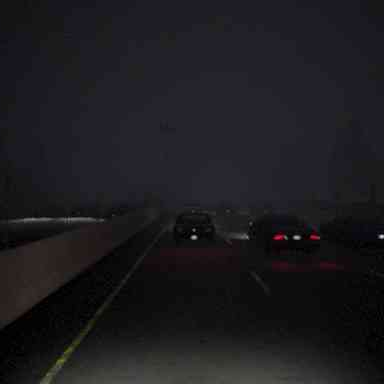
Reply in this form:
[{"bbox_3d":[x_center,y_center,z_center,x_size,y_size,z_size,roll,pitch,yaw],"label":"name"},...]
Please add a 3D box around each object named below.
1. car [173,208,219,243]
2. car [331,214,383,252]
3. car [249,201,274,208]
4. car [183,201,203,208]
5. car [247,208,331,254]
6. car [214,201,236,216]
[{"bbox_3d":[0.092,1.699,16.750,1.895,1.301,4.718,0,0,0],"label":"car"},{"bbox_3d":[7.093,1.649,14.419,1.994,1.385,4.181,0,0,0],"label":"car"},{"bbox_3d":[7.085,1.692,34.246,2.128,1.511,4.902,0,0,0],"label":"car"},{"bbox_3d":[0.084,1.692,34.256,2.128,1.511,4.902,0,0,0],"label":"car"},{"bbox_3d":[3.594,1.629,13.906,2.033,1.411,5.357,0,0,0],"label":"car"},{"bbox_3d":[3.571,1.732,35.317,1.812,1.442,4.674,0,0,0],"label":"car"}]
